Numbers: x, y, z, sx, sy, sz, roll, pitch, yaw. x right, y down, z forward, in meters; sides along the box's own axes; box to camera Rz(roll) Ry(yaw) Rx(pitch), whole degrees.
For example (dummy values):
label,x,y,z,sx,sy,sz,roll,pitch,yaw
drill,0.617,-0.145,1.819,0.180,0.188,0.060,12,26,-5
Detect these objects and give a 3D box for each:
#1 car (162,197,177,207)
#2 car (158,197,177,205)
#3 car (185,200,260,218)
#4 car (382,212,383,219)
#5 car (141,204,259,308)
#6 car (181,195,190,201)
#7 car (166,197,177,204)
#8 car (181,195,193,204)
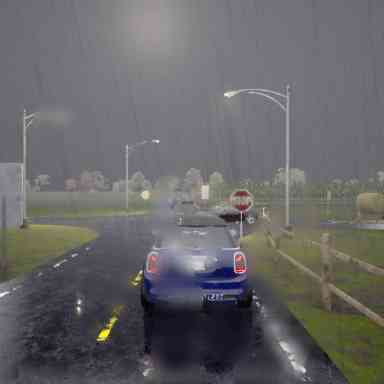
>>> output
label,x,y,z,sx,sy,sz,roll,pitch,yaw
car,-3.500,1.517,52.498,2.033,1.411,5.357,0,0,-1
car,-3.280,1.457,42.540,1.882,1.535,5.008,0,0,-1
car,2.348,1.497,22.679,4.902,1.511,2.128,0,0,-28
car,16.825,1.546,23.915,5.357,1.411,2.033,0,0,10
car,0.074,1.351,8.090,2.097,1.767,4.553,0,0,0
car,-1.603,1.454,82.375,2.128,1.511,4.902,0,0,-2
car,-3.743,1.559,62.608,1.895,1.301,4.718,0,0,-1
car,-0.859,1.520,63.417,1.994,1.385,4.181,0,0,-2
